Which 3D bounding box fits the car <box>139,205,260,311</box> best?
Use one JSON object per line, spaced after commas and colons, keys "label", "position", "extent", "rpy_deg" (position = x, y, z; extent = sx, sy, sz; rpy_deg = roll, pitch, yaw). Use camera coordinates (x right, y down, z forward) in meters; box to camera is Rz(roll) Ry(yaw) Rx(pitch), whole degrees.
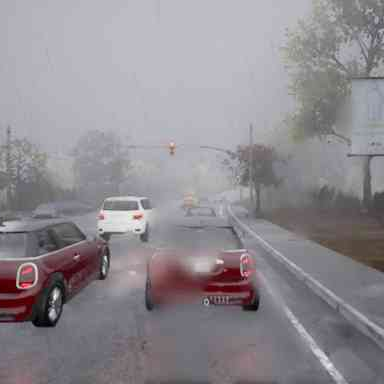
{"label": "car", "position": [0.218, 1.364, 7.954], "extent": [2.097, 1.767, 4.553], "rpy_deg": [0, 0, 1]}

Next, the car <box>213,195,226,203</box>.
{"label": "car", "position": [5.988, 1.700, 75.539], "extent": [1.895, 1.301, 4.718], "rpy_deg": [0, 0, 9]}

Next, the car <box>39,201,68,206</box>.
{"label": "car", "position": [-11.178, 1.586, 25.911], "extent": [2.033, 1.411, 5.357], "rpy_deg": [0, 0, -17]}

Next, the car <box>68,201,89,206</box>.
{"label": "car", "position": [-12.638, 1.598, 34.232], "extent": [5.357, 1.411, 2.033], "rpy_deg": [0, 0, -1]}

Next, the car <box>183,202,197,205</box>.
{"label": "car", "position": [0.470, 1.517, 17.161], "extent": [2.128, 1.511, 4.902], "rpy_deg": [0, 0, 2]}

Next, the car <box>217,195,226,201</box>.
{"label": "car", "position": [7.679, 1.517, 85.632], "extent": [1.812, 1.442, 4.674], "rpy_deg": [0, 0, 10]}

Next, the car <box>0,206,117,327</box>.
{"label": "car", "position": [-3.292, 1.363, 7.209], "extent": [2.097, 1.767, 4.553], "rpy_deg": [0, 0, 1]}

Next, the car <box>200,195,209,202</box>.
{"label": "car", "position": [2.757, 1.468, 77.473], "extent": [2.097, 1.767, 4.553], "rpy_deg": [0, 0, 9]}

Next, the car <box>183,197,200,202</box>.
{"label": "car", "position": [-0.298, 1.556, 53.700], "extent": [1.882, 1.535, 5.008], "rpy_deg": [0, 0, 6]}

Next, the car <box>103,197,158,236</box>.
{"label": "car", "position": [-3.049, 1.246, 16.885], "extent": [2.150, 2.045, 5.566], "rpy_deg": [0, 0, 2]}
